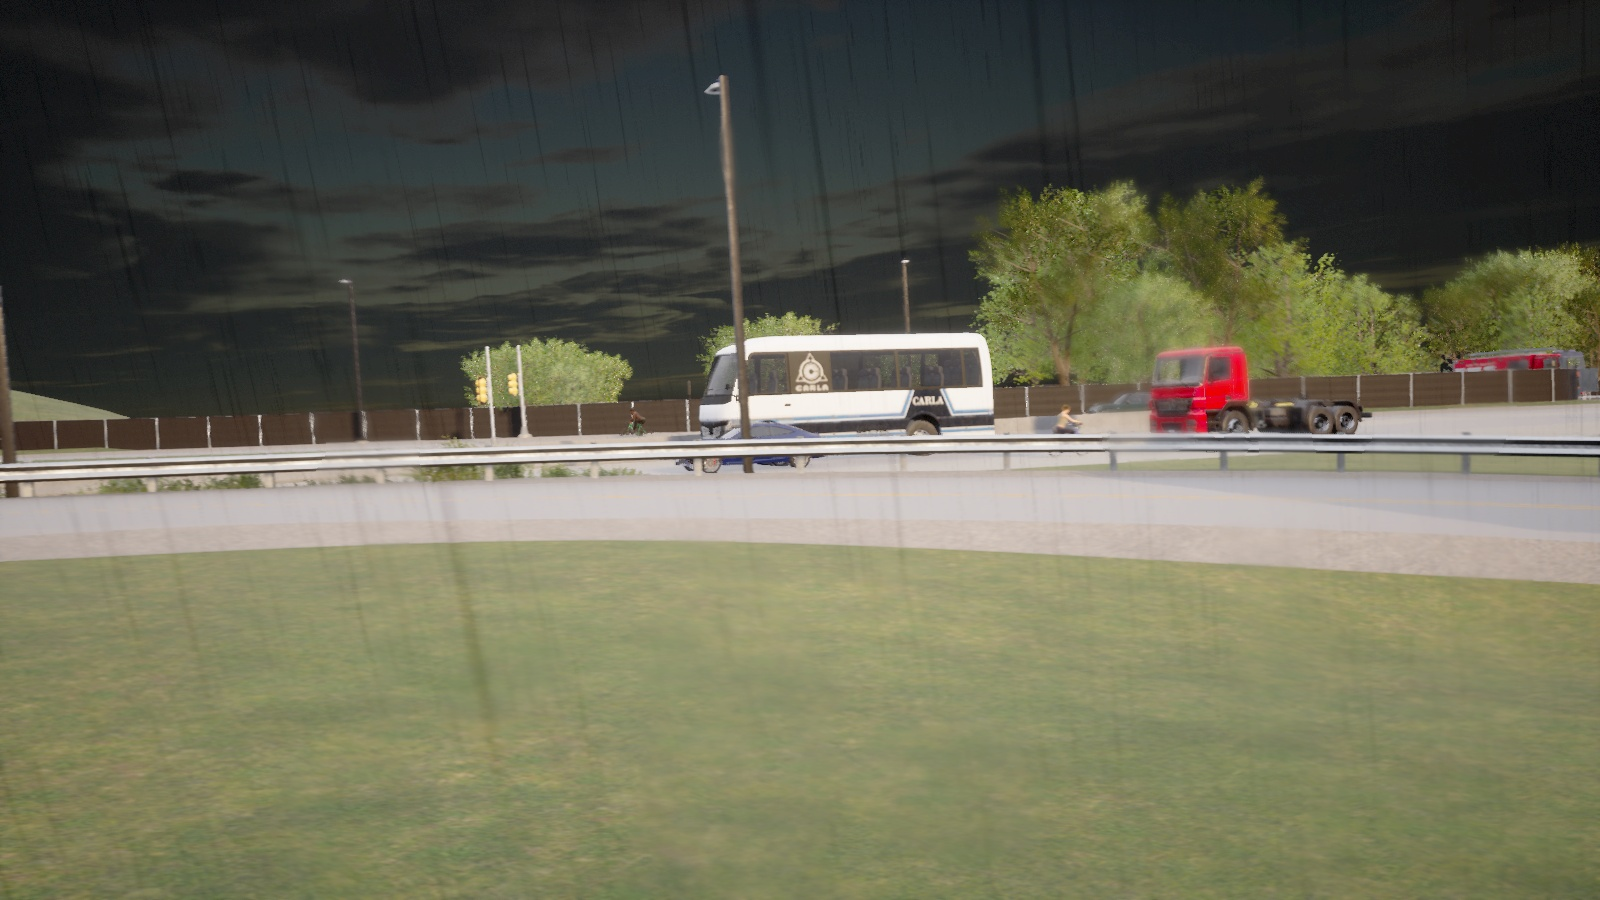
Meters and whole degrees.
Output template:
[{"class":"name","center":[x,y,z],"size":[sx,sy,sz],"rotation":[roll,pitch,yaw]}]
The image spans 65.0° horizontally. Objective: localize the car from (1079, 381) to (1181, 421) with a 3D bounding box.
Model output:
[{"class":"car","center":[16.609,-2.463,63.377],"size":[4.553,1.767,2.097],"rotation":[-3,3,0]}]

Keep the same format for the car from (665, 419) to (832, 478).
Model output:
[{"class":"car","center":[-1.566,-0.068,38.308],"size":[4.674,1.442,1.812],"rotation":[-4,2,-22]}]

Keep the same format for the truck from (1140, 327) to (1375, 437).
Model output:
[{"class":"truck","center":[16.594,-2.457,45.487],"size":[7.936,3.462,2.891],"rotation":[-4,2,-22]}]

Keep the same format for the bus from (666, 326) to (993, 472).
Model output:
[{"class":"bus","center":[1.028,-1.807,43.082],"size":[10.273,4.253,3.944],"rotation":[-4,2,-22]}]
